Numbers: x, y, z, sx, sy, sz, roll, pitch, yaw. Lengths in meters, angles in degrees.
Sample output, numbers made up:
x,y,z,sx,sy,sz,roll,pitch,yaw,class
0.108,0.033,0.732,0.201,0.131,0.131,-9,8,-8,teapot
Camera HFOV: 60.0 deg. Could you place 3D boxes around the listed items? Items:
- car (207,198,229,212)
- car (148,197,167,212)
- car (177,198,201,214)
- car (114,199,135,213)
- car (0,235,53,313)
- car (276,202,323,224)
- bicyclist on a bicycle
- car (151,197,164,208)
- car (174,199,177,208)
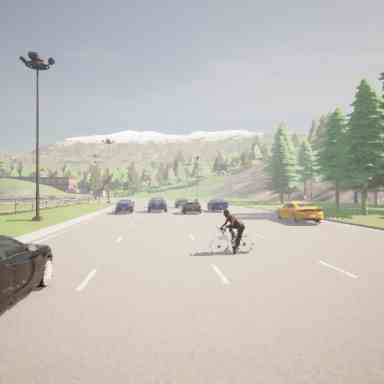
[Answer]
x,y,z,sx,sy,sz,roll,pitch,yaw,class
2.977,1.477,39.152,1.882,1.535,5.008,0,0,-6,car
-3.947,1.352,38.021,2.097,1.767,4.553,0,0,-6,car
-0.154,1.489,35.458,2.128,1.511,4.902,0,0,-6,car
-7.293,1.525,36.411,1.812,1.442,4.674,0,0,-6,car
-4.151,1.477,6.109,1.882,1.535,5.008,0,0,-5,car
7.972,1.477,25.113,1.882,1.535,5.008,0,0,-6,car
1.408,1.455,11.932,1.656,1.620,0.582,-2,1,-15,bicyclist on a bicycle
-5.002,1.526,47.902,1.812,1.442,4.674,0,0,-7,car
-1.512,1.526,48.273,1.812,1.442,4.674,0,0,-6,car
